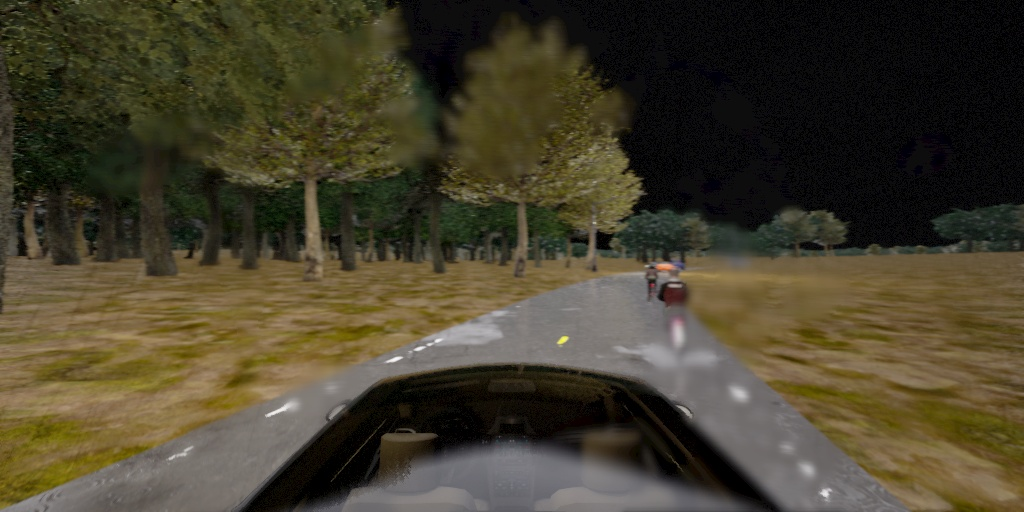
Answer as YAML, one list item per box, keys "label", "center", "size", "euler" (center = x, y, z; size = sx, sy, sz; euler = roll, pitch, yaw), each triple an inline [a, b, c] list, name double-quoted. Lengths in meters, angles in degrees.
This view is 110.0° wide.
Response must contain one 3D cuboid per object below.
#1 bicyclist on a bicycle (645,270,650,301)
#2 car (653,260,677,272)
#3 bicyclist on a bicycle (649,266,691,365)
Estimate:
- label: "bicyclist on a bicycle"
  center: [6.113, 1.247, 15.656]
  size: [0.582, 1.620, 1.656]
  euler: [-1, -1, 20]
- label: "car"
  center: [23.579, 1.596, 55.221]
  size: [2.097, 1.767, 4.553]
  euler: [-1, -2, 29]
- label: "bicyclist on a bicycle"
  center: [3.214, 1.111, 7.125]
  size: [0.659, 1.776, 1.843]
  euler: [-1, 0, 18]
